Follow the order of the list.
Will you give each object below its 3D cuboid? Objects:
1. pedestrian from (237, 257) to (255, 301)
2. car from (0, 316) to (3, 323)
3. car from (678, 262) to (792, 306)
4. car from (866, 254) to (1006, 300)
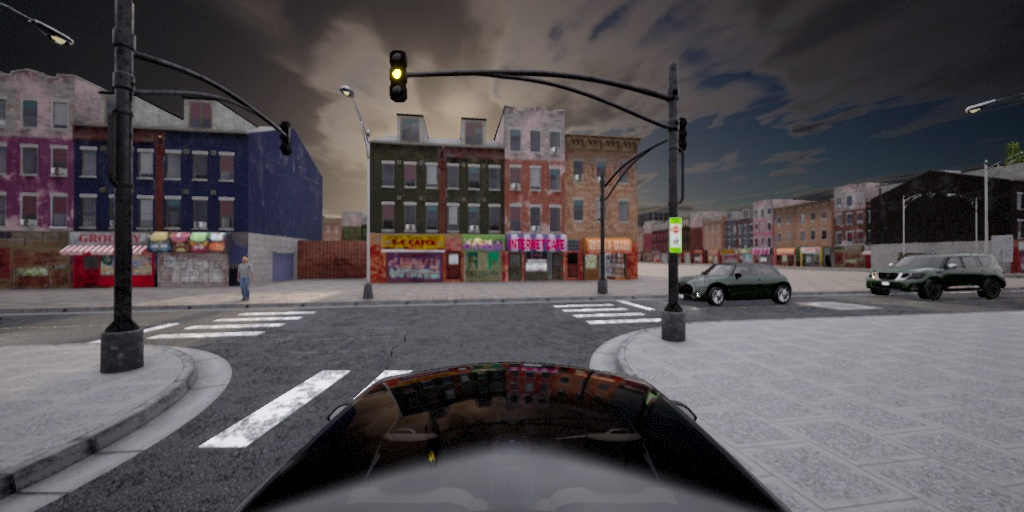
[{"bbox_3d":[-11.107,0.931,14.976,0.375,1.860,0.375,0,0,-9],"label":"pedestrian"},{"bbox_3d":[-15.950,1.328,8.283,5.357,1.411,2.033,0,0,-9],"label":"car"},{"bbox_3d":[9.177,1.069,15.178,4.553,1.767,2.097,0,0,-10],"label":"car"},{"bbox_3d":[19.879,0.910,16.883,5.566,2.045,2.150,0,0,-9],"label":"car"}]
